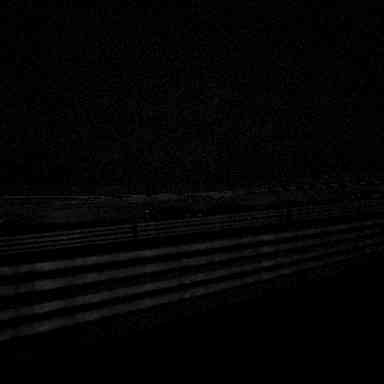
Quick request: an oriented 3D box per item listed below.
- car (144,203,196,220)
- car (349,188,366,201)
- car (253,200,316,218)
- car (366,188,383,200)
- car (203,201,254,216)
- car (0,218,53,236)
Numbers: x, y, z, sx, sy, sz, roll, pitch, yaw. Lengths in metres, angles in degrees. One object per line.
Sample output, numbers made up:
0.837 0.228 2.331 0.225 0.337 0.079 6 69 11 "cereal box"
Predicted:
-2.052 1.830 31.381 4.902 1.511 2.128 -4 2 -21 "car"
21.360 0.261 40.513 4.674 1.442 1.812 -4 2 -21 "car"
8.026 1.365 27.798 5.008 1.535 1.882 -4 2 -21 "car"
22.633 0.315 37.253 5.357 1.411 2.033 -4 2 -21 "car"
3.407 1.561 29.753 5.008 1.535 1.882 -4 2 -21 "car"
-12.490 2.634 23.552 4.892 1.490 1.837 -4 2 -21 "car"
